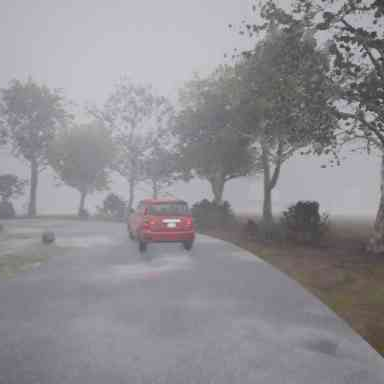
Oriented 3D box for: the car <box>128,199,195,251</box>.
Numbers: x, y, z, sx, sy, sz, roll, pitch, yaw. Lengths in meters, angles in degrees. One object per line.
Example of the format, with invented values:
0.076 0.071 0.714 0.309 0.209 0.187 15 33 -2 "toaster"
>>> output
-1.526 1.331 14.875 2.150 2.045 5.566 1 -1 -17 "car"
